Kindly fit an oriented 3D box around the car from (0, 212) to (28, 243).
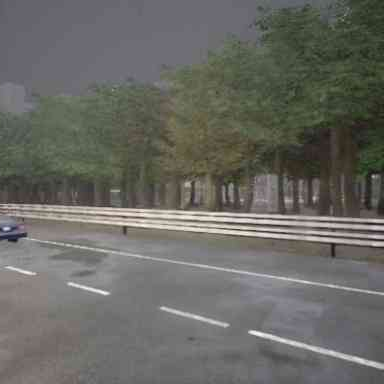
[{"bbox_3d":[-9.550,1.554,14.996,5.357,1.411,2.033,0,0,36],"label":"car"}]
